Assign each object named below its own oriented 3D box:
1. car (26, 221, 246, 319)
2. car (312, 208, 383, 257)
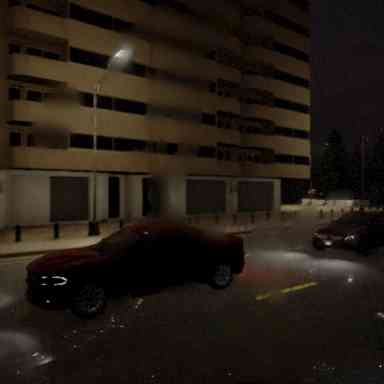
[{"bbox_3d":[-0.998,1.476,7.567,5.008,1.535,1.882,0,0,-35],"label":"car"},{"bbox_3d":[6.672,1.520,13.038,4.674,1.442,1.812,0,0,-36],"label":"car"}]
